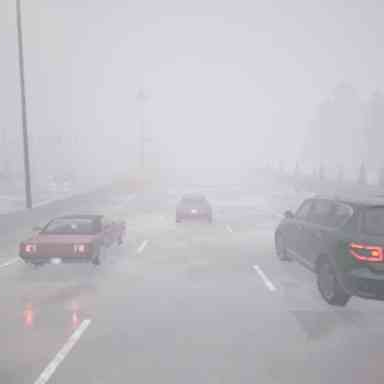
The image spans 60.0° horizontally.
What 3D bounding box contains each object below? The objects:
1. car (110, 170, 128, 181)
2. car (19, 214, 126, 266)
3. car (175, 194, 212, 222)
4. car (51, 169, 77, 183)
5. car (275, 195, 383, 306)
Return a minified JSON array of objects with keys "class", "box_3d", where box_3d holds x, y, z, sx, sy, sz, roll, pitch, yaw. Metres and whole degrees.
[{"class":"car","box_3d":[-10.414,-2.342,47.872,1.812,1.442,4.674,0,6,0]},{"class":"car","box_3d":[-3.401,1.336,10.547,1.895,1.301,4.718,0,3,0]},{"class":"car","box_3d":[0.098,0.789,18.863,1.994,1.385,4.181,0,4,0]},{"class":"car","box_3d":[-17.449,-2.275,45.535,2.097,1.767,4.553,0,7,1]},{"class":"car","box_3d":[3.600,1.065,7.820,2.150,2.045,5.566,0,2,0]}]
